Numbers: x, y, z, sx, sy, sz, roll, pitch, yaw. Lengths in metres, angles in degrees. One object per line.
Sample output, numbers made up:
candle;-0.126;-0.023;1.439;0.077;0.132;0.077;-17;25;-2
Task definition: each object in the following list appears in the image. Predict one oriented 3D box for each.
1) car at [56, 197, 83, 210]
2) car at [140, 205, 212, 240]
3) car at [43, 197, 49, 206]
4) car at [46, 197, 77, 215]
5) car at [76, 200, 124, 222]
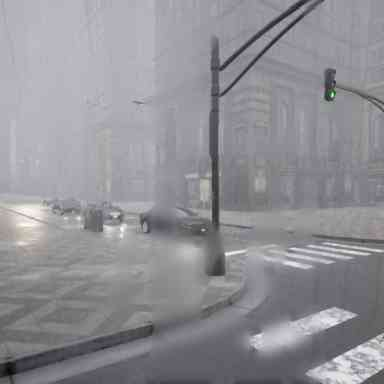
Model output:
car;-16.367;1.489;44.280;2.033;1.411;5.357;0;0;-35
car;-0.924;1.470;17.187;1.882;1.535;5.008;0;0;-36
car;-22.005;1.446;52.096;1.812;1.442;4.674;0;0;-35
car;-12.981;1.518;34.109;2.033;1.411;5.357;0;0;-35
car;-6.836;1.480;25.476;2.128;1.511;4.902;0;0;-35
